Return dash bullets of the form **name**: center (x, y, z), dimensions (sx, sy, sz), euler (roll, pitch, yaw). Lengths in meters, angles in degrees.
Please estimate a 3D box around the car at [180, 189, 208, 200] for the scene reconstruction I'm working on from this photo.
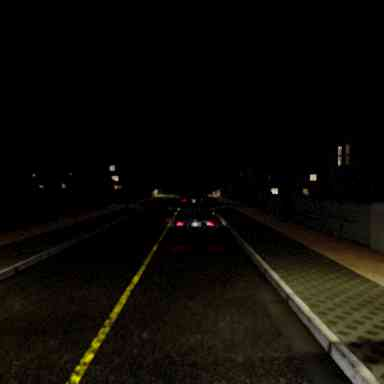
- **car**: center (0.147, 0.772, 28.544), dimensions (2.150, 2.045, 5.566), euler (0, 1, 0)

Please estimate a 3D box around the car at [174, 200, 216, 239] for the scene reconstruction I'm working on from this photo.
- **car**: center (0.126, 1.296, 15.679), dimensions (2.033, 1.411, 5.357), euler (0, 1, 0)
